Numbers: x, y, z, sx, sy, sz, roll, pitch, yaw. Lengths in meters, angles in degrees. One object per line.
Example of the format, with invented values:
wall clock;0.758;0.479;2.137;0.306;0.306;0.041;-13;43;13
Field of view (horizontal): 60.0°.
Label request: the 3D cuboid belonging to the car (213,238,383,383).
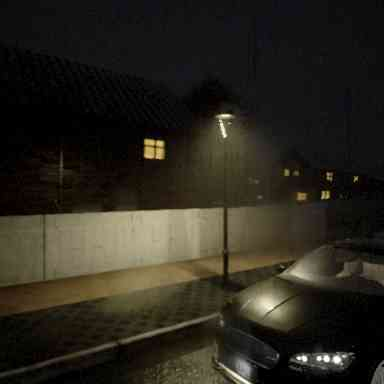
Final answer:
car;2.506;1.484;4.737;4.902;1.511;2.128;0;0;-36
